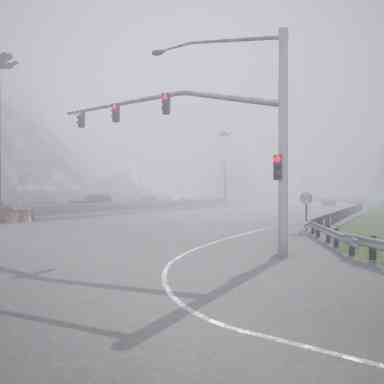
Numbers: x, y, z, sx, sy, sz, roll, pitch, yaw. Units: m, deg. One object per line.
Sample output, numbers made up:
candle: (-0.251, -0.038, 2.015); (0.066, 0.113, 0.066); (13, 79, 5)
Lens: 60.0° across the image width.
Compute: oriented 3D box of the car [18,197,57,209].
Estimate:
car: (-20.201, 1.409, 43.605); (2.128, 1.511, 4.902); (0, 0, 33)

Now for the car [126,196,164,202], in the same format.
car: (-6.434, 1.293, 45.769); (2.097, 1.767, 4.553); (0, 0, 32)

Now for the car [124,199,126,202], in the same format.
car: (-10.058, 1.522, 59.865); (1.895, 1.301, 4.718); (0, 0, 29)

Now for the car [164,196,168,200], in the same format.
car: (-5.487, 1.468, 69.158); (2.033, 1.411, 5.357); (0, 0, 22)

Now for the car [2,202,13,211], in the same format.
car: (-17.739, 1.443, 27.965); (1.837, 1.490, 4.892); (0, 0, 33)

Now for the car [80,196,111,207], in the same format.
car: (-14.969, 1.445, 51.855); (1.812, 1.442, 4.674); (0, 0, 32)

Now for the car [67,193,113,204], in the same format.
car: (-11.491, 1.161, 37.742); (2.150, 2.045, 5.566); (0, 0, 33)

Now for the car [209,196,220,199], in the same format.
car: (4.539, 1.506, 66.398); (1.994, 1.385, 4.181); (0, 0, 21)

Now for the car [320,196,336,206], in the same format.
car: (22.829, 1.551, 55.393); (1.994, 1.385, 4.181); (0, 0, 23)

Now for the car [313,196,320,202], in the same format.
car: (28.103, 1.521, 72.927); (2.033, 1.411, 5.357); (0, 0, 7)

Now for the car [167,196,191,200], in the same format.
car: (-1.534, 1.544, 53.749); (1.895, 1.301, 4.718); (0, 0, 30)
